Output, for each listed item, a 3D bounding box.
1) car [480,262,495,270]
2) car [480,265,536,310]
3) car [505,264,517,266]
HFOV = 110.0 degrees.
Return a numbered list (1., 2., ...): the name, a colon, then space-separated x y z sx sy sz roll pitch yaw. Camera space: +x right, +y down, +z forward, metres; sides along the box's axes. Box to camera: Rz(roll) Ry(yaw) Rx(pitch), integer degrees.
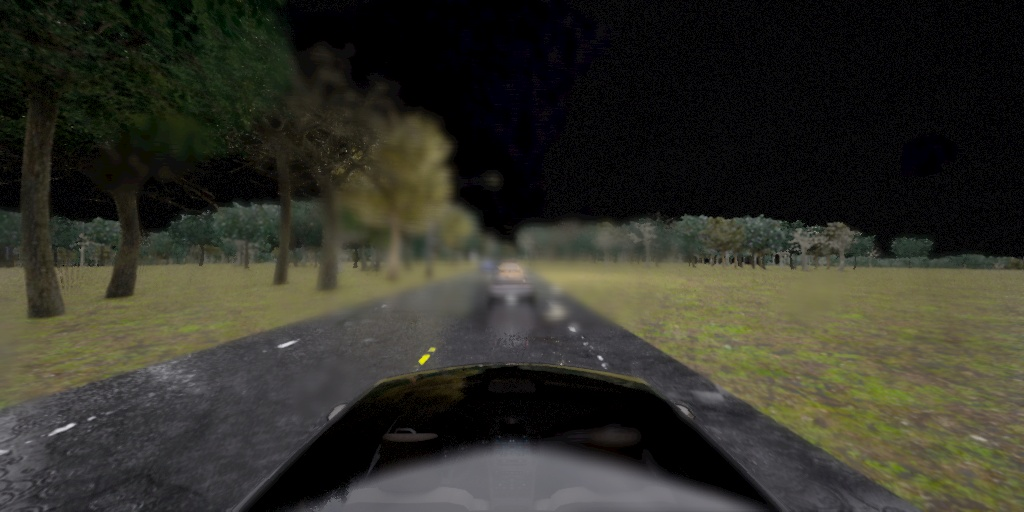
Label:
1. car: -3.533 1.547 52.066 1.882 1.535 5.008 0 0 0
2. car: 0.000 1.351 15.295 2.128 1.511 4.902 -1 0 0
3. car: 0.035 1.442 31.026 1.882 1.535 5.008 0 0 0
